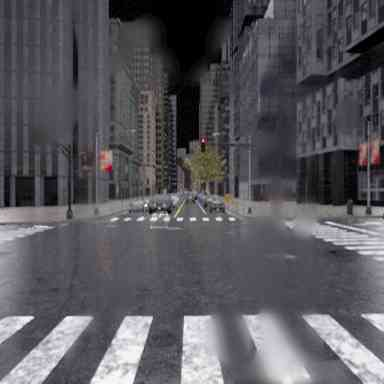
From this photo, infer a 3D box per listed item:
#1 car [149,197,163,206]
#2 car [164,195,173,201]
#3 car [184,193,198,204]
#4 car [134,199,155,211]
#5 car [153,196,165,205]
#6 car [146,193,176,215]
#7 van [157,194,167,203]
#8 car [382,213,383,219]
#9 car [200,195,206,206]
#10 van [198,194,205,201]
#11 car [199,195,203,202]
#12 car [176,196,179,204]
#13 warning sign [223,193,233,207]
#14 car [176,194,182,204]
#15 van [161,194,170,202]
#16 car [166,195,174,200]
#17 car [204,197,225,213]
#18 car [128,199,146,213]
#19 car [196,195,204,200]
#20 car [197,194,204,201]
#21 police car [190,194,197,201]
[{"bbox_3d":[-5.978,1.566,56.102,1.947,1.339,4.313,0,0,0],"label":"car"},{"bbox_3d":[-6.182,1.567,88.581,2.008,1.369,4.403,0,0,0],"label":"car"},{"bbox_3d":[-0.274,1.529,65.755,1.812,1.442,4.674,0,0,0],"label":"car"},{"bbox_3d":[-5.887,1.548,41.531,2.008,1.369,4.403,0,0,0],"label":"car"},{"bbox_3d":[-6.011,1.527,61.346,1.752,1.417,4.829,0,0,0],"label":"car"},{"bbox_3d":[-3.176,1.218,34.851,2.150,2.045,5.566,0,0,0],"label":"car"},{"bbox_3d":[-6.047,1.345,66.928,1.690,1.788,3.998,0,0,0],"label":"van"},{"bbox_3d":[14.786,1.189,21.141,4.902,1.511,2.128,-1,0,0],"label":"car"},{"bbox_3d":[2.601,1.542,47.478,1.887,1.381,4.507,0,0,0],"label":"car"},{"bbox_3d":[2.372,1.354,83.950,1.690,1.788,3.998,0,0,0],"label":"van"},{"bbox_3d":[2.567,1.549,52.922,2.008,1.369,4.403,0,0,0],"label":"car"},{"bbox_3d":[-3.248,1.599,46.867,1.895,1.301,4.718,0,0,0],"label":"car"},{"bbox_3d":[4.921,1.112,45.679,1.300,1.860,1.060,0,0,0],"label":"warning sign"},{"bbox_3d":[-3.304,1.528,62.500,1.812,1.442,4.674,0,0,0],"label":"car"},{"bbox_3d":[-6.115,1.350,77.755,1.690,1.788,3.998,0,0,0],"label":"van"},{"bbox_3d":[-6.216,1.602,93.994,1.802,1.307,4.206,0,0,0],"label":"car"},{"bbox_3d":[2.669,1.547,36.589,2.008,1.369,4.403,0,0,0],"label":"car"},{"bbox_3d":[-5.856,1.547,36.539,2.008,1.369,4.403,0,0,0],"label":"car"},{"bbox_3d":[2.306,1.571,94.527,2.008,1.369,4.403,0,0,0],"label":"car"},{"bbox_3d":[2.505,1.553,62.794,2.008,1.369,4.403,0,0,0],"label":"car"},{"bbox_3d":[0.469,1.443,90.764,1.930,1.638,5.238,0,0,0],"label":"police car"}]
